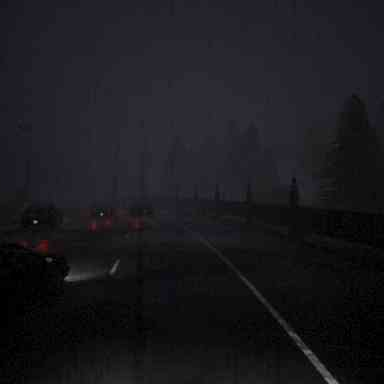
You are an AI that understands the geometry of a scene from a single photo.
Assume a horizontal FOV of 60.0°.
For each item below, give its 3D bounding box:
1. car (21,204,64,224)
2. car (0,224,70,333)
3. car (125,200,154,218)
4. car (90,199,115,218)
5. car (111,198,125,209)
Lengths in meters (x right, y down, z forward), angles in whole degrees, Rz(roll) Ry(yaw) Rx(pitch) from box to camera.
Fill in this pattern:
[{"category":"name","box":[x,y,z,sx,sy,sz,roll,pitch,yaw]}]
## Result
[{"category":"car","box":[-9.650,1.512,21.730,2.128,1.511,4.902,0,0,-12]},{"category":"car","box":[-3.704,1.556,5.508,2.033,1.411,5.357,0,0,-3]},{"category":"car","box":[-4.741,1.483,30.427,1.882,1.535,5.008,0,0,-17]},{"category":"car","box":[-8.451,1.616,30.755,1.895,1.301,4.718,0,0,-17]},{"category":"car","box":[-10.176,1.522,44.838,1.837,1.490,4.892,0,0,-25]}]
